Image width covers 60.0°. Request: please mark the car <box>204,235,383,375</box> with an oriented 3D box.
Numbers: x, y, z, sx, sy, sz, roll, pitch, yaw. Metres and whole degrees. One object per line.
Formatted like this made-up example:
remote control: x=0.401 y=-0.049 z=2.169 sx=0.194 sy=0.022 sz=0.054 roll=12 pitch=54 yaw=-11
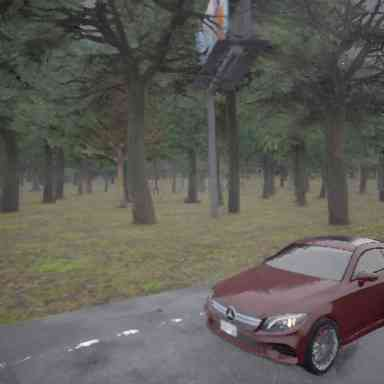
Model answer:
car: x=2.377 y=1.521 z=5.702 sx=4.674 sy=1.442 sz=1.812 roll=0 pitch=0 yaw=-35
